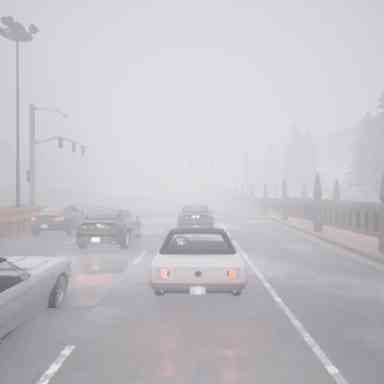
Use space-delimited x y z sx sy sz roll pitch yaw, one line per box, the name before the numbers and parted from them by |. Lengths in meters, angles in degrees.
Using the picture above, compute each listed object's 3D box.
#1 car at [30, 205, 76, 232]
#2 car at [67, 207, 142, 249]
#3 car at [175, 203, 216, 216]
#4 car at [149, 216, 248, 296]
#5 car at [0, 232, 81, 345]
car | -6.840 1.389 17.621 1.812 1.442 4.674 0 0 -1
car | -3.335 1.398 13.991 1.837 1.490 4.892 0 0 0
car | 0.189 1.368 17.713 1.837 1.490 4.892 0 0 0
car | 0.132 1.541 8.453 1.895 1.301 4.718 0 0 0
car | -3.384 1.571 4.765 1.895 1.301 4.718 0 0 0
